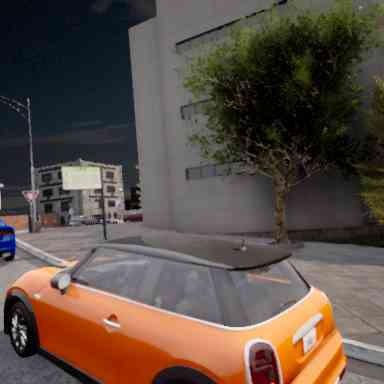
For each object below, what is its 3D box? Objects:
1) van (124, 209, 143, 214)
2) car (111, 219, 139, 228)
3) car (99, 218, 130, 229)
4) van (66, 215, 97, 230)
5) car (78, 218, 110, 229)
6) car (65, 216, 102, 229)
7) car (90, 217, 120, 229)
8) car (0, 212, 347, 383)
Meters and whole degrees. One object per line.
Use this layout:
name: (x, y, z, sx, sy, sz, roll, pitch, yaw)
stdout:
van: (-7.128, 3.338, 45.269, 4.442, 1.987, 1.878, -6, -7, 24)
car: (-12.696, 5.972, 62.785, 4.792, 1.488, 2.163, -6, -8, 24)
car: (-14.047, 5.726, 60.345, 5.366, 1.575, 1.946, -6, -8, 24)
van: (-17.503, 4.807, 52.647, 4.442, 1.987, 1.878, -6, -7, 24)
car: (-16.242, 5.231, 55.096, 5.008, 1.535, 2.097, -6, -7, 24)
car: (-15.092, 4.256, 46.586, 2.128, 1.511, 4.902, -6, -6, 24)
car: (-15.063, 5.335, 57.626, 4.553, 1.767, 2.185, -6, -7, 24)
car: (-0.578, 1.342, 4.362, 4.553, 1.767, 2.097, 1, 1, 39)
